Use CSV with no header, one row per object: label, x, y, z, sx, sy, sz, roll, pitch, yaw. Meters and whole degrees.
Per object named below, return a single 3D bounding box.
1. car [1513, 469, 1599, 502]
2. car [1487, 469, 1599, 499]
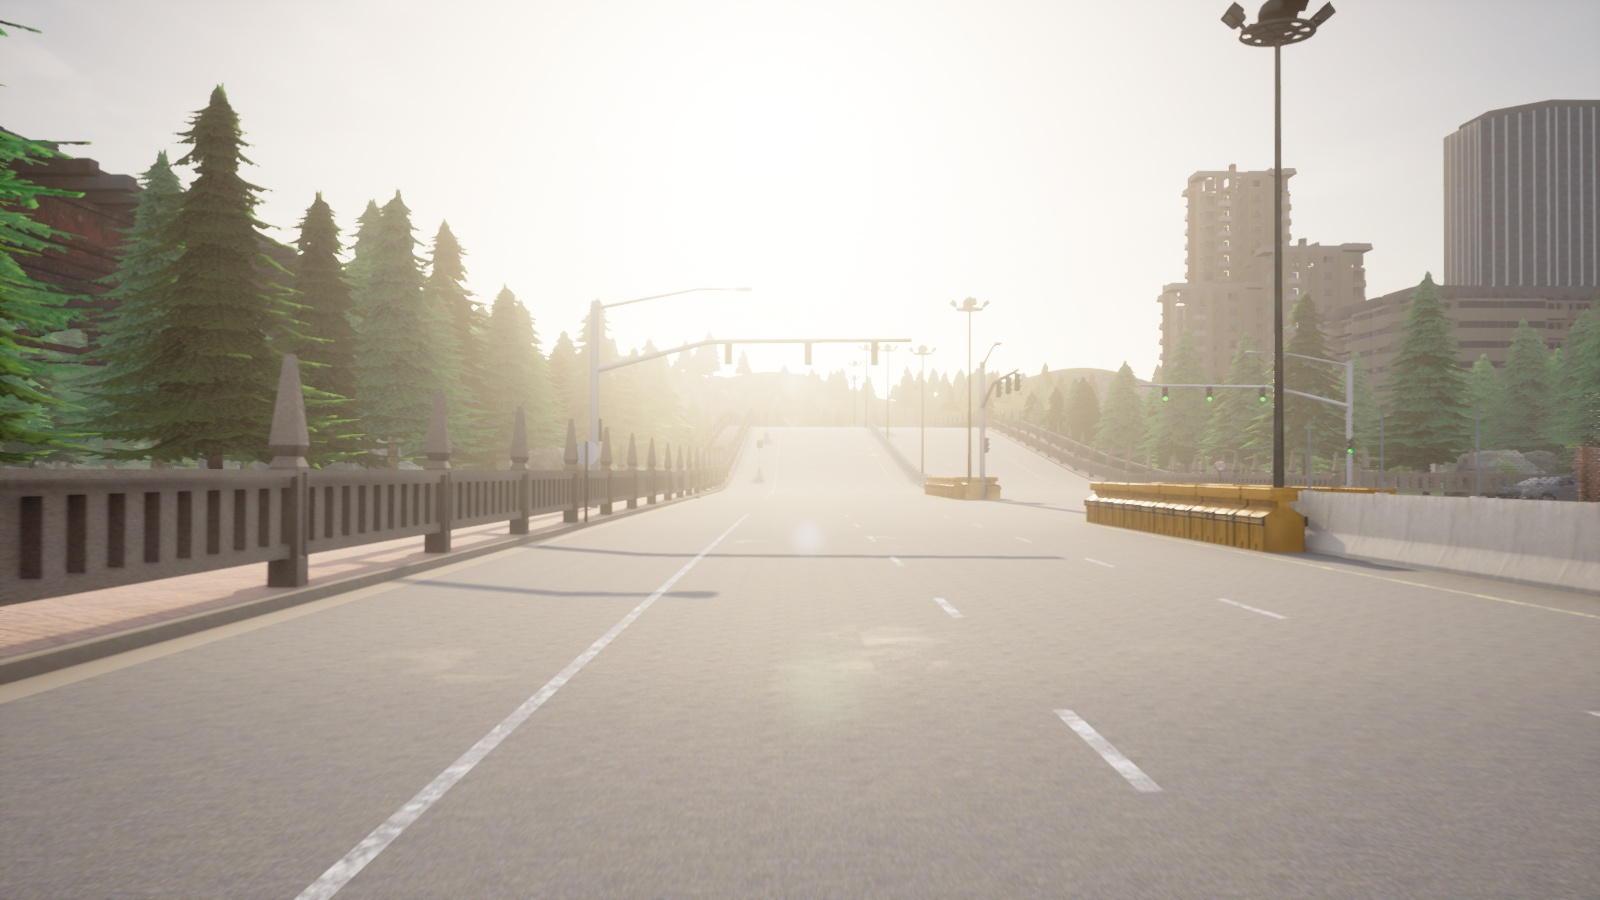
car,36.573,1.691,60.233,3.633,1.501,1.845,0,-1,0
car,37.891,1.730,63.743,4.792,1.488,2.163,0,-1,0
